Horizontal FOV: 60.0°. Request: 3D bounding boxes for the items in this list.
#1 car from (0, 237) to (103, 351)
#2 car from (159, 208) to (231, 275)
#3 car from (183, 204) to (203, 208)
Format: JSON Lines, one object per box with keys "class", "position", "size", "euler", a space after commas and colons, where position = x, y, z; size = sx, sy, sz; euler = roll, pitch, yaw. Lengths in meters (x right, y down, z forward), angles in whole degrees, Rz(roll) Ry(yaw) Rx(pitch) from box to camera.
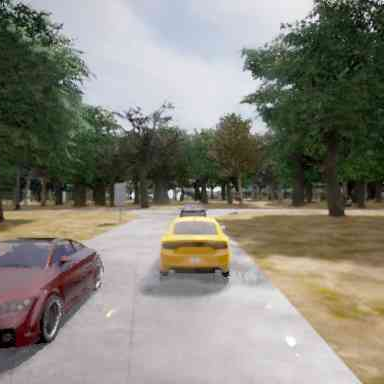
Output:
{"class": "car", "position": [-3.096, 1.578, 6.277], "size": [1.994, 1.385, 4.181], "euler": [0, 0, 0]}
{"class": "car", "position": [0.085, 1.509, 10.540], "size": [1.882, 1.535, 5.008], "euler": [0, 0, 0]}
{"class": "car", "position": [0.087, 1.608, 24.450], "size": [2.128, 1.511, 4.902], "euler": [0, 0, 0]}
